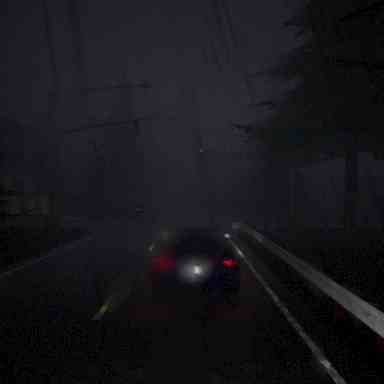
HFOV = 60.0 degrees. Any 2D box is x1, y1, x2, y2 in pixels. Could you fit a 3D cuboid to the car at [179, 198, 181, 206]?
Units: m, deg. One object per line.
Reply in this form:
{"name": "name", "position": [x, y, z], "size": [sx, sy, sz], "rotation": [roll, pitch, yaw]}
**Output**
{"name": "car", "position": [-3.151, 1.634, 61.359], "size": [2.097, 1.767, 4.553], "rotation": [0, 0, 1]}

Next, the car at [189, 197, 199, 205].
{"name": "car", "position": [0.433, 1.836, 67.429], "size": [1.812, 1.442, 4.674], "rotation": [0, 0, 0]}

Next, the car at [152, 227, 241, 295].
{"name": "car", "position": [0.114, 1.605, 8.865], "size": [1.994, 1.385, 4.181], "rotation": [0, 0, 1]}

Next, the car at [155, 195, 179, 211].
{"name": "car", "position": [-3.300, 1.558, 44.931], "size": [2.097, 1.767, 4.553], "rotation": [0, 0, 1]}

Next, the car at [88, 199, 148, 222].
{"name": "car", "position": [-6.313, 1.607, 27.700], "size": [4.902, 1.511, 2.128], "rotation": [0, -1, 19]}
